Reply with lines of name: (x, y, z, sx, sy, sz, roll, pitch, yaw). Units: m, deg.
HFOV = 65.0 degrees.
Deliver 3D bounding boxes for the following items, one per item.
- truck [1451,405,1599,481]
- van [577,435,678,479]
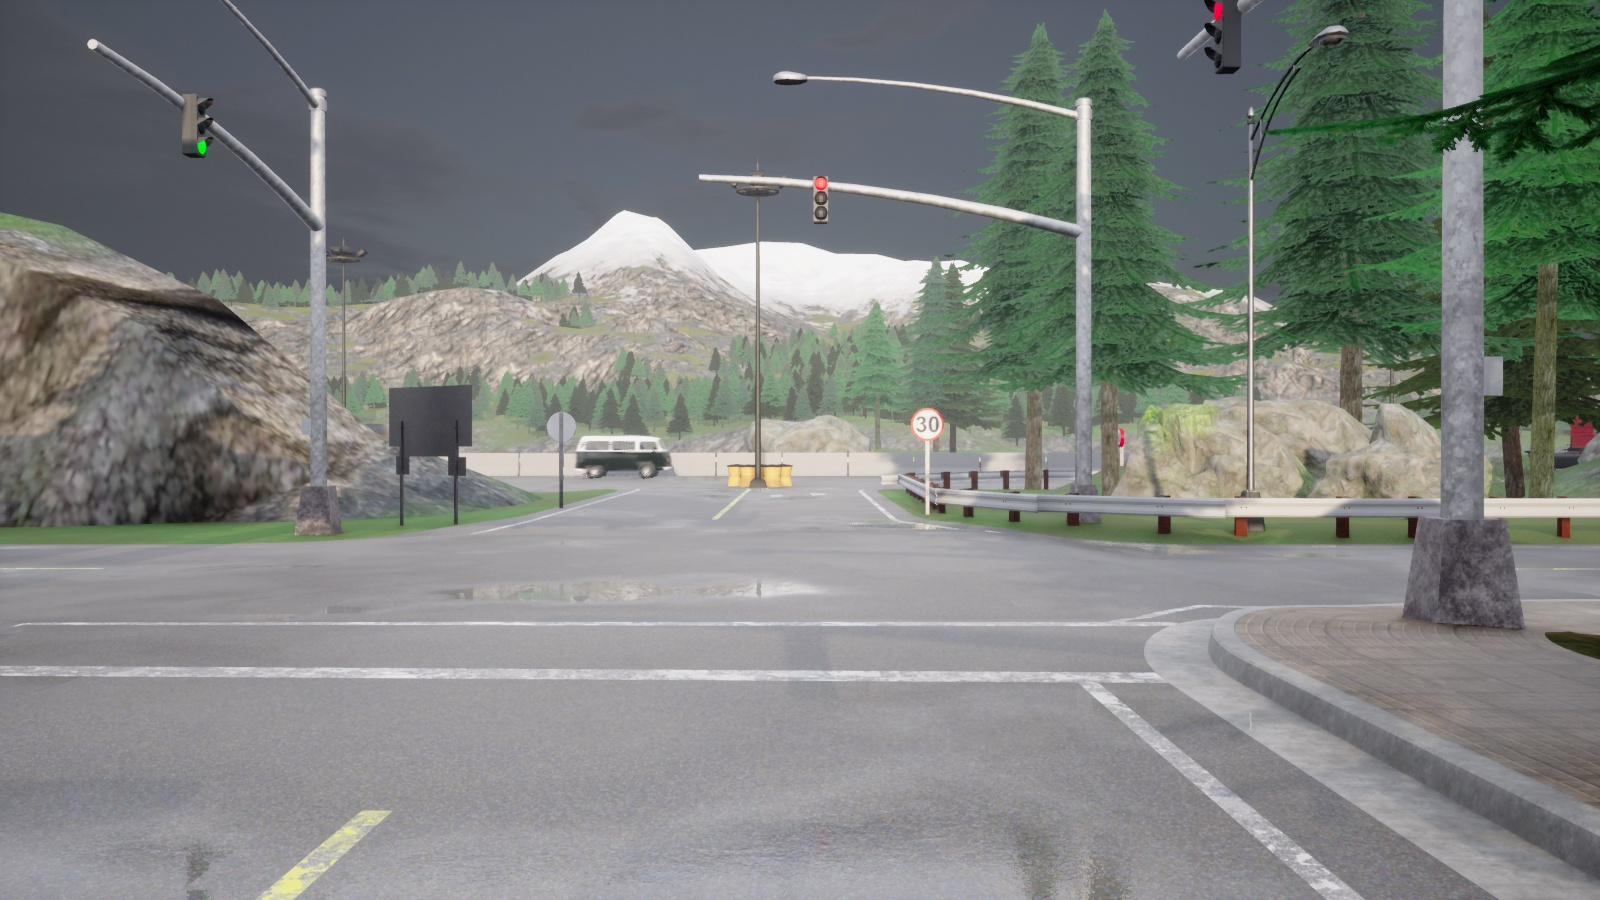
truck: (35.282, -0.344, 58.929, 7.936, 3.462, 2.891, 0, 0, 1)
van: (-8.083, 0.326, 59.237, 4.480, 2.038, 2.069, 0, 0, 0)
